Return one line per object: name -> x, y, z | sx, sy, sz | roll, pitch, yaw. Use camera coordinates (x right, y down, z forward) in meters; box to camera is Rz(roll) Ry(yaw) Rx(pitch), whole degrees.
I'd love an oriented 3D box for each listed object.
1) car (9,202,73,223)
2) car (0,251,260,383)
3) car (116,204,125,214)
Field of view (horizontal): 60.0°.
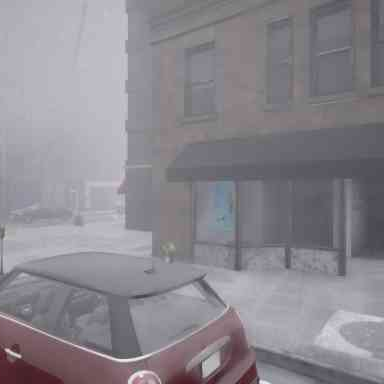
car -> -11.376, 1.516, 25.386 | 1.812, 1.442, 4.674 | 0, 0, 37
car -> -1.418, 1.440, 3.864 | 4.097, 1.590, 1.967 | 0, 0, 36
car -> -5.609, 1.556, 33.553 | 1.994, 1.385, 4.181 | 0, 0, 36
